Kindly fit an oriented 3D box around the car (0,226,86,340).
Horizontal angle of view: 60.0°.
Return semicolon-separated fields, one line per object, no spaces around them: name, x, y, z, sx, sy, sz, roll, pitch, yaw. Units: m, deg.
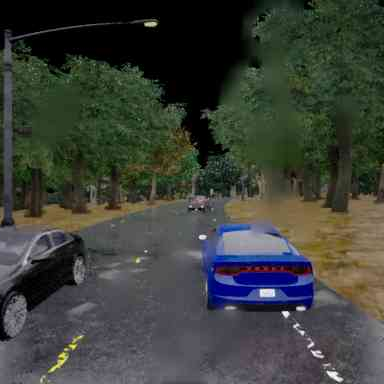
car;-3.604;1.493;6.591;2.128;1.511;4.902;0;0;0

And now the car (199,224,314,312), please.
car;1.216;1.480;7.849;1.882;1.535;5.008;0;0;0

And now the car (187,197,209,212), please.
car;0.615;1.542;36.981;1.895;1.301;4.718;0;0;4

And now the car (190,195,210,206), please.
car;1.341;1.245;46.968;2.097;1.767;4.553;0;0;7

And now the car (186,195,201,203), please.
car;0.404;1.349;65.432;2.033;1.411;5.357;0;0;10
